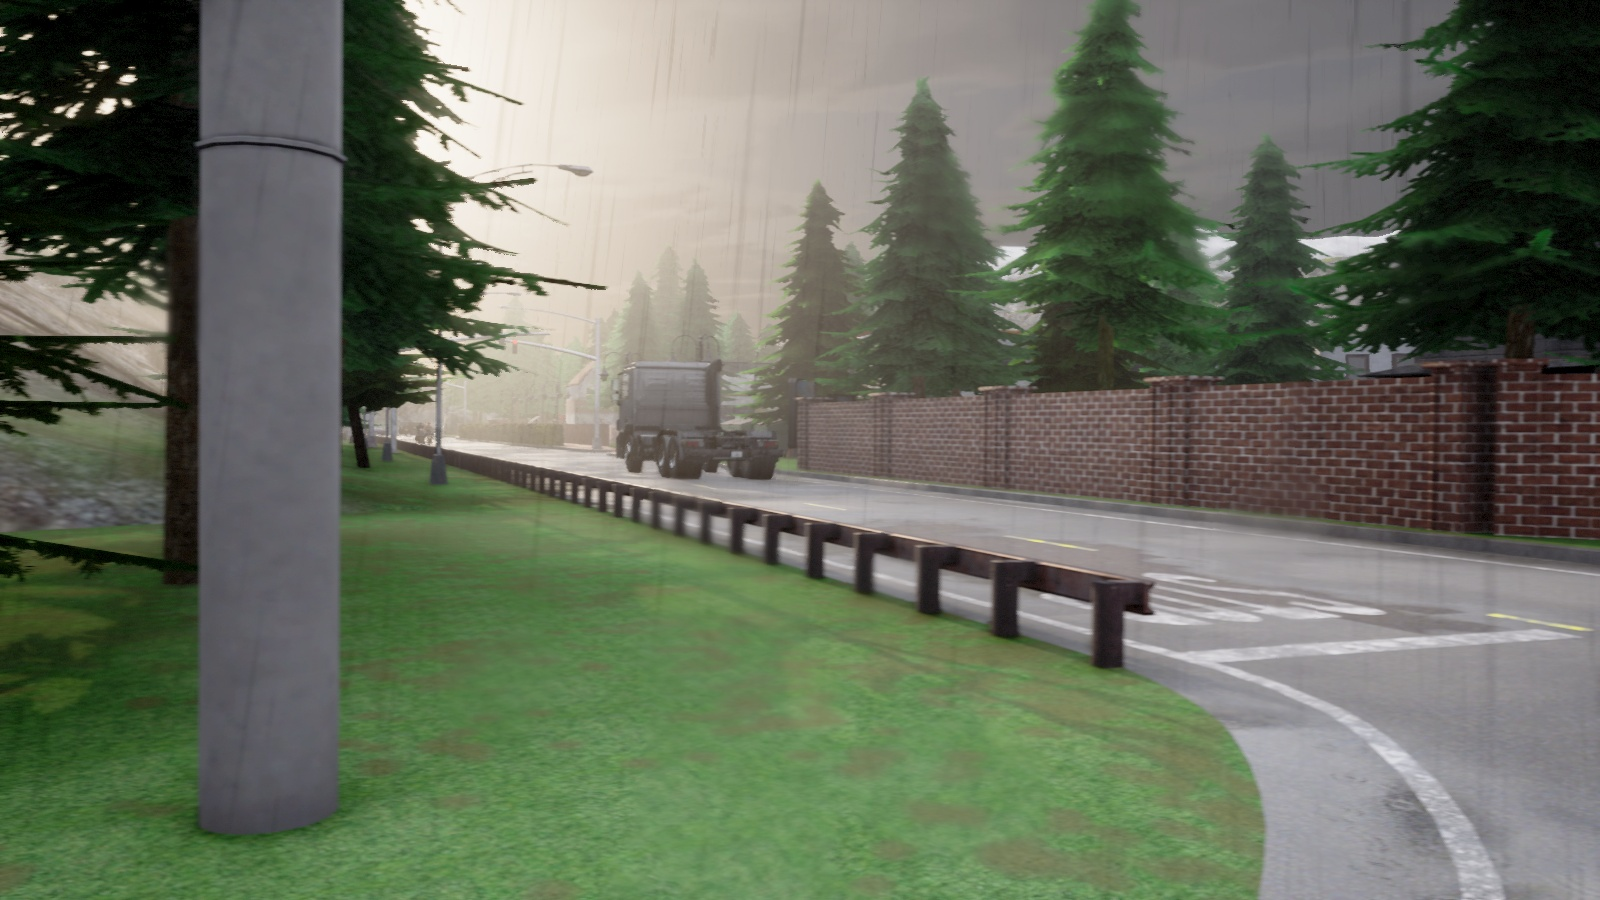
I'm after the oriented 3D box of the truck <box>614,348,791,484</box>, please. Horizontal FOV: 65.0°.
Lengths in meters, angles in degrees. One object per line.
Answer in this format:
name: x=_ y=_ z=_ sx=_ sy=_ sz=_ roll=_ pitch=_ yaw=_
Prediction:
truck: x=-3.037 y=-0.929 z=36.180 sx=2.891 sy=3.462 sz=7.936 roll=-1 pitch=1 yaw=-21
